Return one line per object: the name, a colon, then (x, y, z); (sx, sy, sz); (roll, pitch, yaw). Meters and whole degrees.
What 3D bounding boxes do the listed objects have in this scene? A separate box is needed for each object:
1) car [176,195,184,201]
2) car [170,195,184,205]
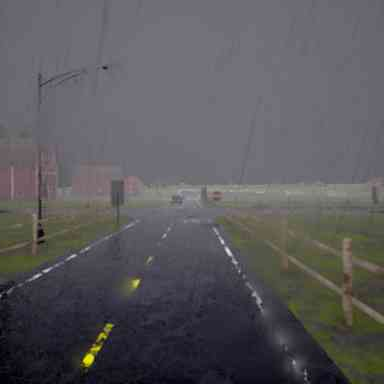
car: (-2.816, 1.433, 80.435); (1.895, 1.301, 4.718); (0, 0, 0)
car: (-2.799, 1.302, 59.092); (2.097, 1.767, 4.553); (0, -1, 0)
